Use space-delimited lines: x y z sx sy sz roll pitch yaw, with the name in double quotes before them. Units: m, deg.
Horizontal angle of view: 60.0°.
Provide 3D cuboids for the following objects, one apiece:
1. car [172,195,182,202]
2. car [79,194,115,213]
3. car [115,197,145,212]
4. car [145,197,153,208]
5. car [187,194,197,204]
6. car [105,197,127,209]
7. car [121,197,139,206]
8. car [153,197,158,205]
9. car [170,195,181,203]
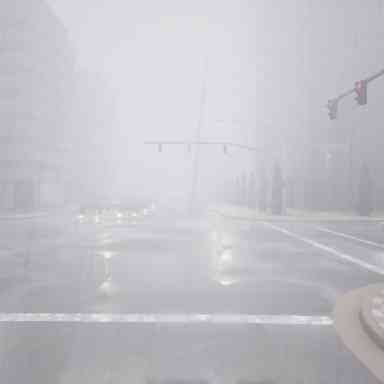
"car" -3.443 1.494 75.974 2.128 1.511 4.902 0 0 0
"car" -10.572 1.221 36.703 2.150 2.045 5.566 0 0 0
"car" -7.072 1.352 38.049 2.097 1.767 4.553 0 0 0
"car" -7.060 1.526 47.033 1.812 1.442 4.674 0 0 -1
"car" 0.049 1.547 66.074 2.033 1.411 5.357 0 0 0
"car" -10.563 1.478 46.405 1.882 1.535 5.008 0 0 0
"car" -10.541 1.547 56.738 2.033 1.411 5.357 0 0 0
"car" -7.041 1.564 56.913 1.994 1.385 4.181 0 0 0
"car" -3.450 1.505 66.646 1.837 1.490 4.892 0 0 0
